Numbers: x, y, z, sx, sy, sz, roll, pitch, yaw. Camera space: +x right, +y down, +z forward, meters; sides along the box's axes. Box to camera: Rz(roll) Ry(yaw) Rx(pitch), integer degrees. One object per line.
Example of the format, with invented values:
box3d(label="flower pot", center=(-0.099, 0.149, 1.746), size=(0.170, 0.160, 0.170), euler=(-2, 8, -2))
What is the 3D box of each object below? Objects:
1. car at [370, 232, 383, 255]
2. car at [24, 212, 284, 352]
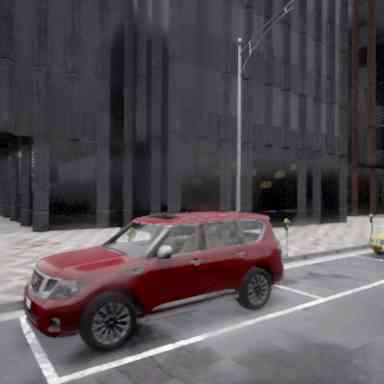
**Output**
box3d(label="car", center=(8.671, 1.659, 12.830), size=(4.829, 1.417, 1.752), euler=(1, 0, -35))
box3d(label="car", center=(-0.368, 1.345, 6.387), size=(5.009, 1.841, 2.192), euler=(1, 0, -35))
